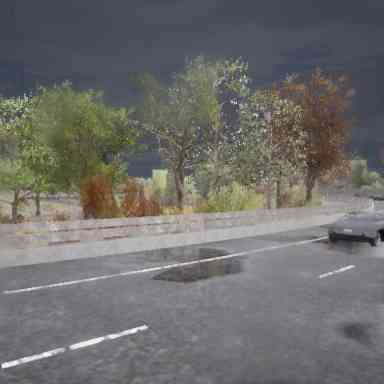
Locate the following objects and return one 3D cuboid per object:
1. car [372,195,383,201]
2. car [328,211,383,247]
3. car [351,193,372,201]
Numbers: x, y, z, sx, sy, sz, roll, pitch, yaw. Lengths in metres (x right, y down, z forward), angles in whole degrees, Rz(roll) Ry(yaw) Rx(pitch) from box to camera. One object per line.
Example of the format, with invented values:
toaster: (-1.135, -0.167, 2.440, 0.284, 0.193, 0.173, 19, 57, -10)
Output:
car: (43.718, 1.441, 79.639, 1.882, 1.535, 5.008, 0, 0, 4)
car: (7.922, 1.570, 15.180, 4.181, 1.385, 1.994, 0, 0, -44)
car: (40.243, 1.192, 80.068, 2.150, 2.045, 5.566, 0, 0, 4)
